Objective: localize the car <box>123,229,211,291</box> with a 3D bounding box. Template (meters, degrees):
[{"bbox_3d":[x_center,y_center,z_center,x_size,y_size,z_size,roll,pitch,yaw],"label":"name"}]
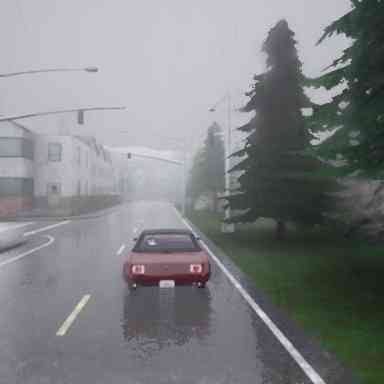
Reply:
[{"bbox_3d":[-0.691,1.666,9.232,1.895,1.301,4.718,0,0,-4],"label":"car"}]
